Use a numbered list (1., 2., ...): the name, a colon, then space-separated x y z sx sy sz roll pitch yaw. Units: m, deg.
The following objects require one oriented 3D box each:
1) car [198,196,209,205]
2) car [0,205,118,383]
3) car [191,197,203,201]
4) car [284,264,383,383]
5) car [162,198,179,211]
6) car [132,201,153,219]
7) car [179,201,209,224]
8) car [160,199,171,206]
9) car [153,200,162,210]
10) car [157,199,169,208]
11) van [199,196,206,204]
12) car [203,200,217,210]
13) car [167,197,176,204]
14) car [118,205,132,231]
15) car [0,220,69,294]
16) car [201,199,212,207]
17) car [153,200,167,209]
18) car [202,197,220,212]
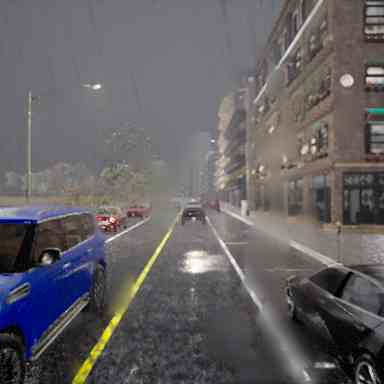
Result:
1. car: 2.676 1.970 78.052 2.192 1.841 5.009 1 0 0
2. car: -2.845 1.262 4.903 2.150 2.045 5.566 0 0 0
3. car: 0.143 1.816 43.130 1.801 1.575 5.366 0 0 0
4. car: 2.579 1.603 4.460 1.947 1.339 4.313 1 0 0
5. car: -2.765 1.897 48.859 2.128 1.511 4.902 0 -1 0
6. car: -5.266 1.810 32.122 1.887 1.381 4.507 1 0 0
7. car: 0.134 1.727 26.769 1.837 1.490 4.892 0 0 0
8. car: -5.222 2.102 66.045 2.008 1.369 4.403 1 0 0
9. car: -5.244 1.957 49.084 2.008 1.369 4.403 1 0 0
10. car: -5.229 2.048 60.391 1.887 1.381 4.507 1 0 0
11. van: 2.683 2.045 83.712 1.690 1.788 3.998 1 -1 0
12. car: 2.637 1.957 49.746 1.887 1.381 4.507 1 0 0
13. car: -5.199 2.138 83.007 1.967 1.590 4.097 1 0 0
14. car: -5.279 1.612 20.816 1.967 1.590 4.097 1 0 0
15. car: -5.295 1.645 9.507 1.947 1.339 4.313 1 0 0
16. car: 2.651 2.075 61.067 1.947 1.339 4.313 1 0 0
17. car: -5.237 2.037 54.738 1.802 1.307 4.206 1 0 0
18. car: 2.632 1.680 44.088 2.192 1.841 5.009 1 0 0
